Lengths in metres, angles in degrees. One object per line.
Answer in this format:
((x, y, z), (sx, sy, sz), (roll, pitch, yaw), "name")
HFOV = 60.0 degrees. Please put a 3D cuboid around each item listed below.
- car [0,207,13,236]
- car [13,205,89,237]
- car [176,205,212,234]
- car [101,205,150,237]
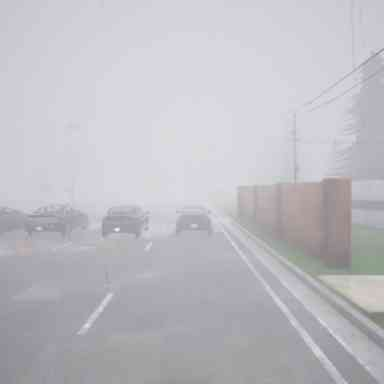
((-10.395, 1.491, 18.072), (1.994, 1.385, 4.181), (0, 0, 0), "car")
((-6.896, 1.421, 17.447), (2.128, 1.511, 4.902), (0, 0, 0), "car")
((0.092, 1.451, 18.428), (1.812, 1.442, 4.674), (0, 0, 0), "car")
((-3.395, 1.434, 17.530), (1.837, 1.490, 4.892), (0, 0, 0), "car")
